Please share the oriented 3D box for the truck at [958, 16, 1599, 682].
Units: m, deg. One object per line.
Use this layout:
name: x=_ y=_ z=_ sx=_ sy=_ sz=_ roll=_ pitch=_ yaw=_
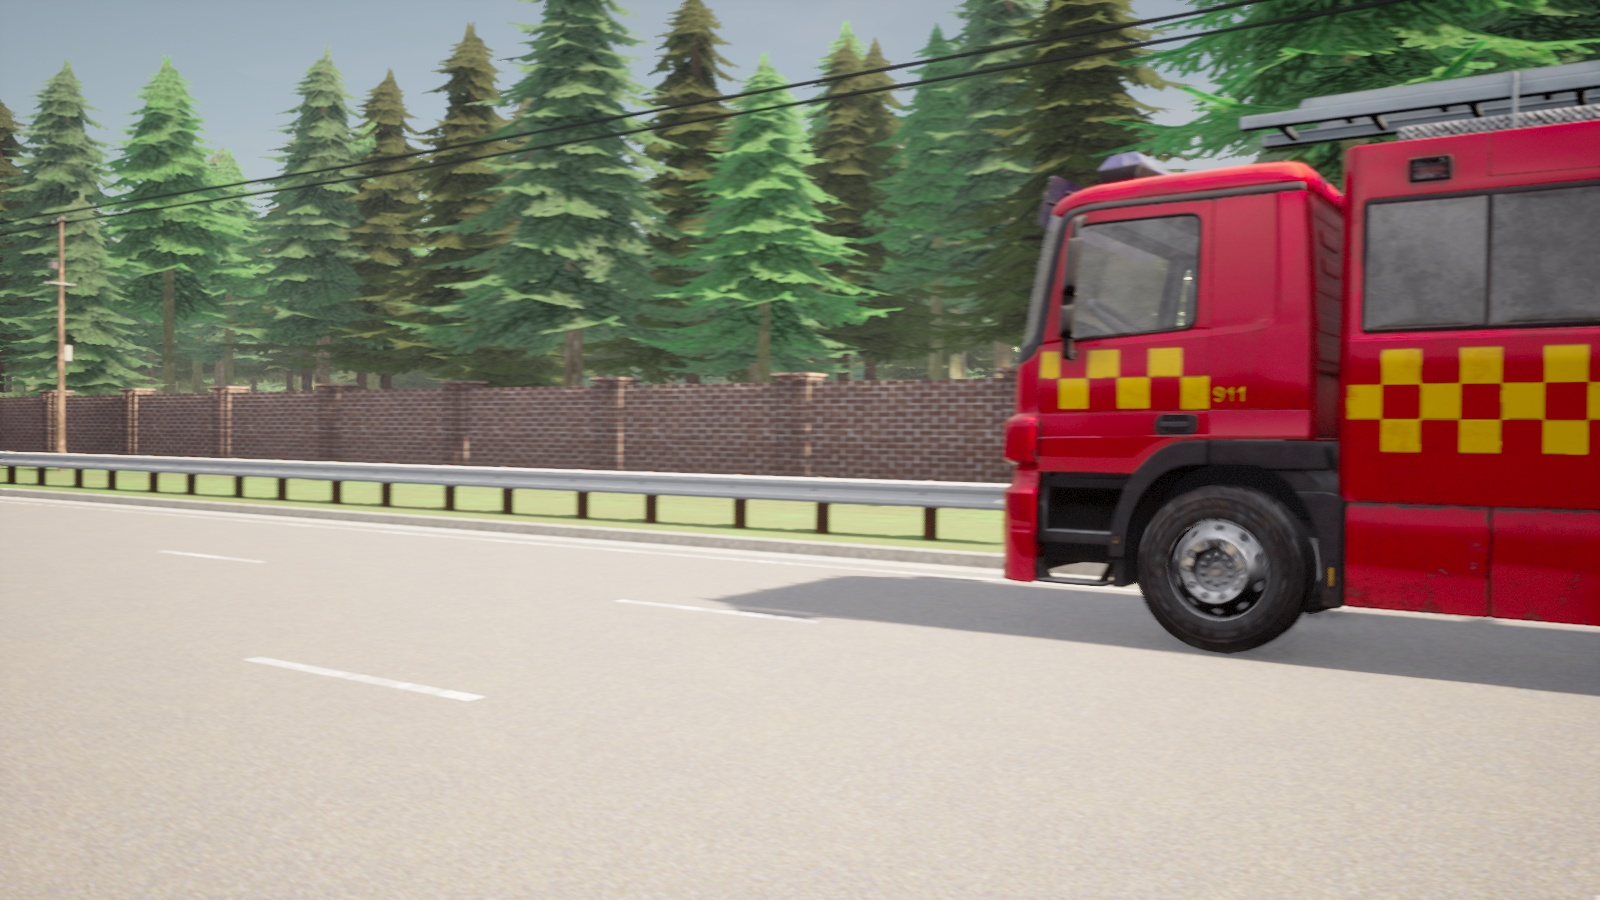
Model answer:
truck: x=5.535 y=-0.597 z=8.326 sx=8.468 sy=3.827 sz=2.891 roll=0 pitch=1 yaw=34
